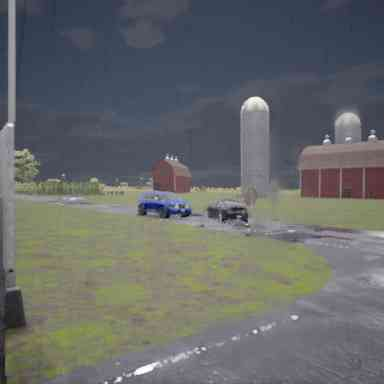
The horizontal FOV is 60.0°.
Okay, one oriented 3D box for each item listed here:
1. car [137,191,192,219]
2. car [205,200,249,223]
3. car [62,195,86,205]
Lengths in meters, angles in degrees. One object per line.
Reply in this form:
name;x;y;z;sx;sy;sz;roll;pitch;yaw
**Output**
car;-2.314;0.967;26.418;2.150;2.045;5.566;0;1;-37
car;2.402;1.315;23.812;1.837;1.490;4.892;-1;1;-16
car;-15.655;1.049;44.119;1.895;1.301;4.718;0;1;-37
